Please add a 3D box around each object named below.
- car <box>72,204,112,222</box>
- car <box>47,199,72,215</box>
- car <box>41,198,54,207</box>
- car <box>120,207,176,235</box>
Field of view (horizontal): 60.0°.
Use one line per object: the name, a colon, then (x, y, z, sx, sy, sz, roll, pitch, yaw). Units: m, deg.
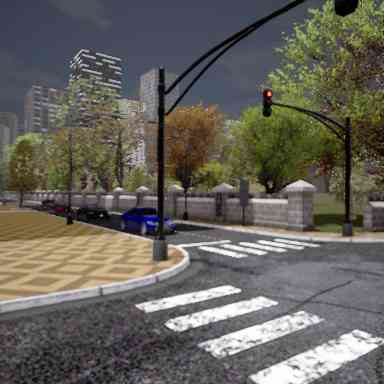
car: (-8.250, 1.702, 27.766, 1.994, 1.385, 4.181, 1, -1, -34)
car: (-14.259, 1.734, 36.610, 1.994, 1.385, 4.181, 1, -1, -34)
car: (-24.739, 1.767, 57.641, 2.128, 1.511, 4.902, 1, -1, -34)
car: (-2.746, 1.634, 19.702, 1.812, 1.442, 4.674, 1, -1, -34)
